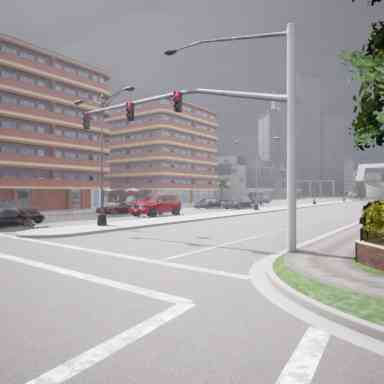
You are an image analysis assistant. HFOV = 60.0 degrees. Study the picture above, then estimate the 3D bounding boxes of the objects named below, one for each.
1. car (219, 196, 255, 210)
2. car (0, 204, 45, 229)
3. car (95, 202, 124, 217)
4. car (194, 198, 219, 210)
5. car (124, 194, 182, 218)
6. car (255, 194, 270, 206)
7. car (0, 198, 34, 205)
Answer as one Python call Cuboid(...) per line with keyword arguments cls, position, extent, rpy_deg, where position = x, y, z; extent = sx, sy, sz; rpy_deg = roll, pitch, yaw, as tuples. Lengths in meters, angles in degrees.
Cuboid(cls="car", position=(5.886, 1.352, 42.996), extent=(2.097, 1.767, 4.553), rpy_deg=(0, 0, 36))
Cuboid(cls="car", position=(-11.300, 1.601, 19.426), extent=(1.895, 1.301, 4.718), rpy_deg=(0, 0, 36))
Cuboid(cls="car", position=(-6.794, 1.601, 31.555), extent=(1.895, 1.301, 4.718), rpy_deg=(0, 0, 36))
Cuboid(cls="car", position=(2.130, 1.526, 43.788), extent=(1.812, 1.442, 4.674), rpy_deg=(0, 0, 36))
Cuboid(cls="car", position=(-3.200, 1.221, 30.553), extent=(2.150, 2.045, 5.566), rpy_deg=(0, 0, 36))
Cuboid(cls="car", position=(11.581, 1.274, 56.609), extent=(2.097, 1.767, 4.553), rpy_deg=(0, 0, 36))
Cuboid(cls="car", position=(-13.040, 1.351, 23.145), extent=(2.097, 1.767, 4.553), rpy_deg=(0, 0, 39))
